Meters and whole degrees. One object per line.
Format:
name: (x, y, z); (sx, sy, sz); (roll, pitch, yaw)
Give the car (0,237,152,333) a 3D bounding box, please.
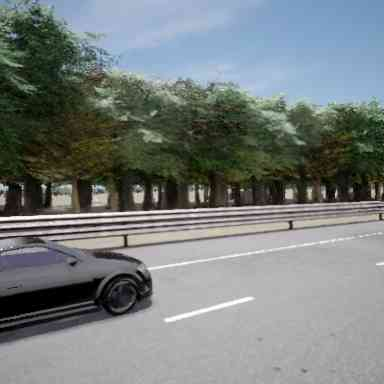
car: (-2.835, 1.528, 6.016); (4.181, 1.385, 1.994); (0, 0, -35)
